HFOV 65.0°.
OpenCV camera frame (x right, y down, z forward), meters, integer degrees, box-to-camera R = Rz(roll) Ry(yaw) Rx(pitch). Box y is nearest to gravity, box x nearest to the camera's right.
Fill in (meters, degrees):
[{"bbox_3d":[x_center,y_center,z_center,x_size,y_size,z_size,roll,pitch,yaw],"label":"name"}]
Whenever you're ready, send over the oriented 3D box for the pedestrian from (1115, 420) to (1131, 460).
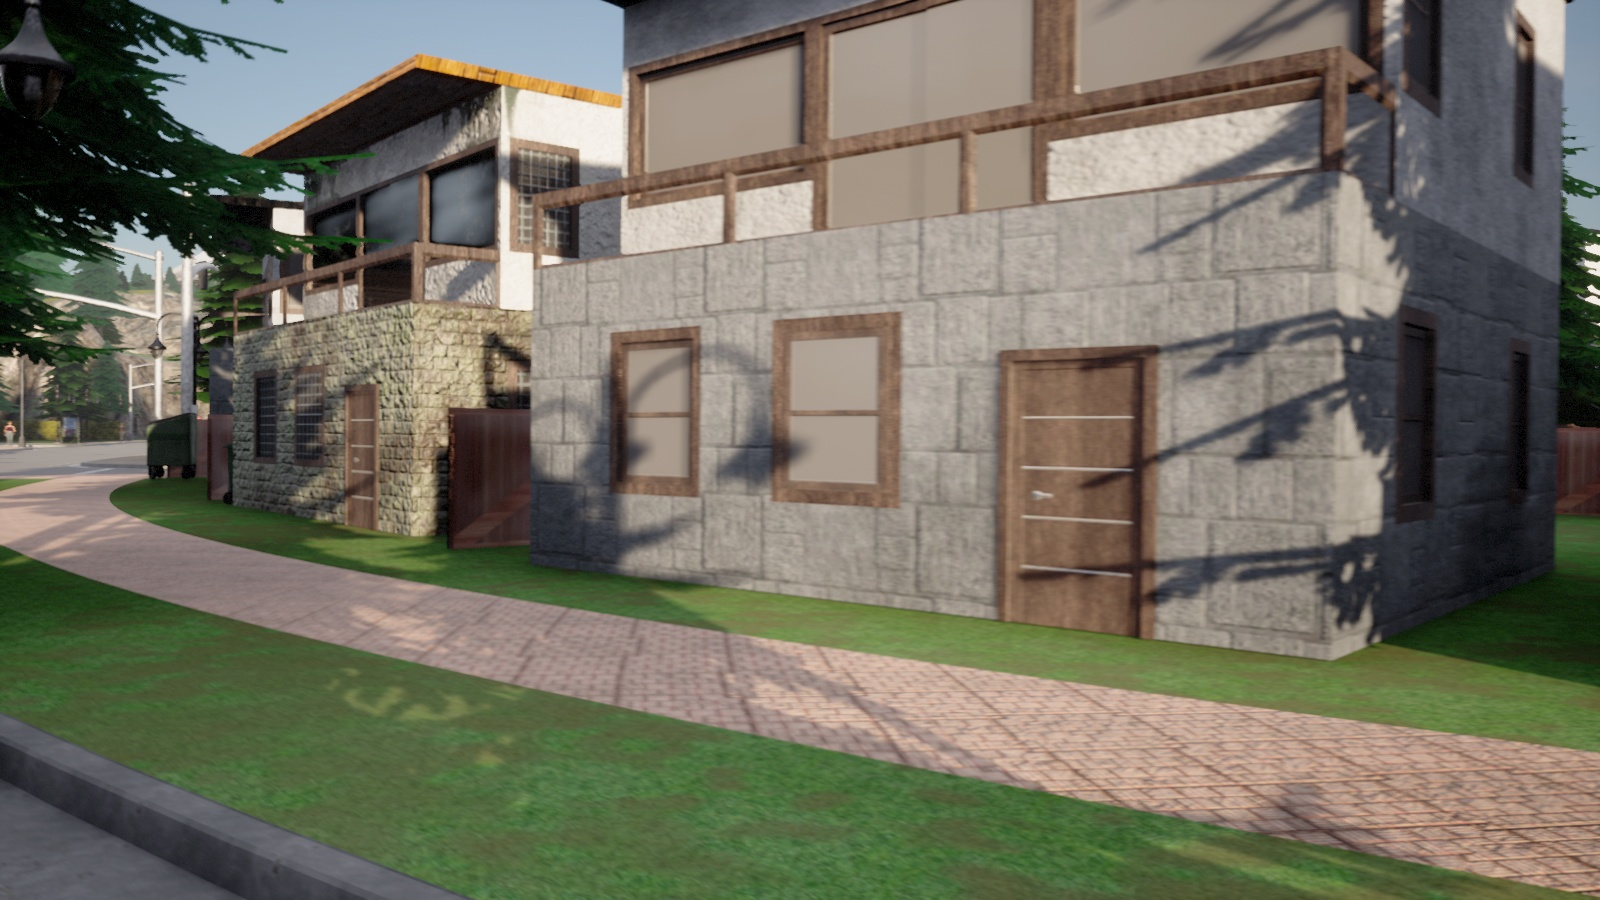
[{"bbox_3d":[14.918,-0.466,58.025,0.634,1.846,0.331,-1,1,-6],"label":"pedestrian"}]
